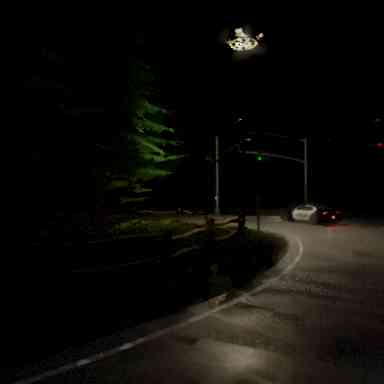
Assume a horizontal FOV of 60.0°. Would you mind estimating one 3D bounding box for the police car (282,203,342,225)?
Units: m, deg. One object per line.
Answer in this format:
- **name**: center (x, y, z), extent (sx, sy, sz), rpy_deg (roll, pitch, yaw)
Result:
- **police car**: center (9.033, 1.673, 25.869), extent (2.038, 1.542, 4.974), rpy_deg (-1, 0, -25)
